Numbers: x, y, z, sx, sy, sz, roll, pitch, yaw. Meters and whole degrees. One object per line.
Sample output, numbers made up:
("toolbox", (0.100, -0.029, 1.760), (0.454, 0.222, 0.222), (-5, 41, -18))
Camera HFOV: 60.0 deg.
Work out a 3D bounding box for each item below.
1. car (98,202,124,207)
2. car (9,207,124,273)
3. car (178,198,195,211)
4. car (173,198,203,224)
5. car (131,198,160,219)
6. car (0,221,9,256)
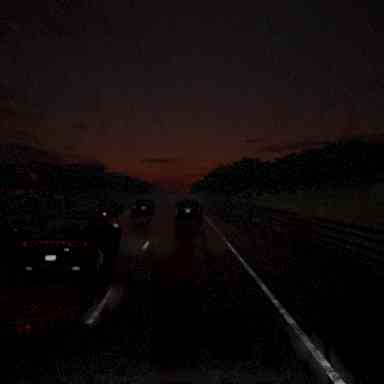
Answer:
("car", (-7.466, 1.569, 30.395), (1.895, 1.301, 4.718), (0, 0, -1))
("car", (-3.532, 1.472, 10.680), (1.882, 1.535, 5.008), (0, 0, -1))
("car", (-0.742, 1.496, 42.162), (2.033, 1.411, 5.357), (0, 0, -1))
("car", (-0.333, 1.331, 24.676), (2.097, 1.767, 4.553), (0, 0, -1))
("car", (-3.929, 1.323, 28.797), (2.097, 1.767, 4.553), (0, 0, -1))
("car", (-7.020, 1.541, 10.526), (2.033, 1.411, 5.357), (0, 0, -1))
